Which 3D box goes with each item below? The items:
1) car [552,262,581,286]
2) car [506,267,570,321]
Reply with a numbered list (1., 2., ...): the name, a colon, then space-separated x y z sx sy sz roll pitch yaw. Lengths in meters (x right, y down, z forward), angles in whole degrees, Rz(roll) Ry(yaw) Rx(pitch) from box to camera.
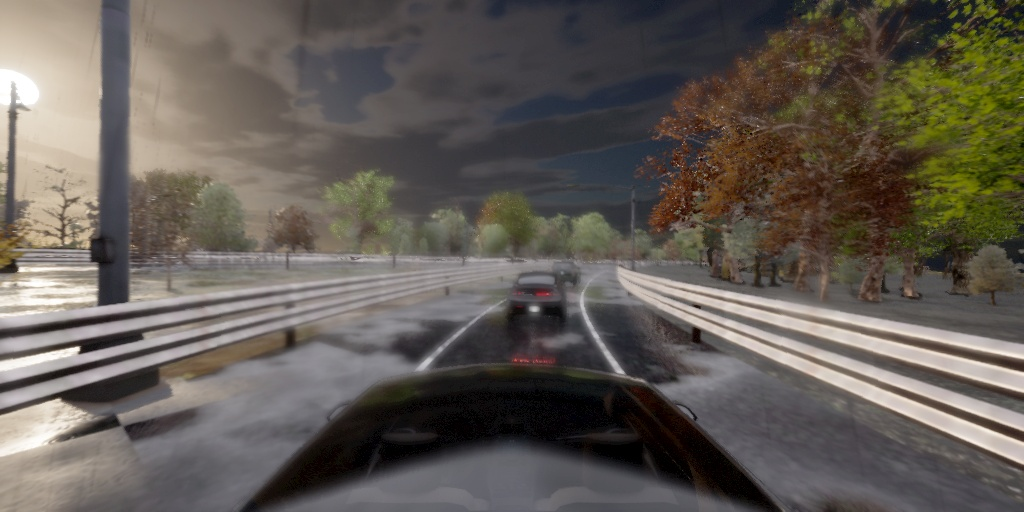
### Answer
1. car: 4.004 1.201 27.047 2.097 1.767 4.553 0 0 15
2. car: 0.985 1.284 12.575 1.837 1.490 4.892 0 0 8
